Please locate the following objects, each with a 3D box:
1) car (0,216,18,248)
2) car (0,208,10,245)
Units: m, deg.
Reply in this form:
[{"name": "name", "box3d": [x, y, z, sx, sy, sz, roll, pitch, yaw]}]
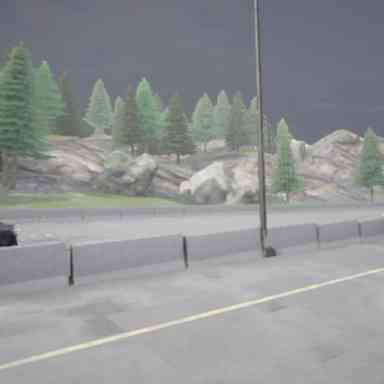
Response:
[{"name": "car", "box3d": [-8.440, 1.497, 10.866, 4.892, 1.490, 1.837, 1, 0, -35]}, {"name": "car", "box3d": [-10.451, 1.484, 13.731, 4.902, 1.511, 2.128, 1, 0, -35]}]
